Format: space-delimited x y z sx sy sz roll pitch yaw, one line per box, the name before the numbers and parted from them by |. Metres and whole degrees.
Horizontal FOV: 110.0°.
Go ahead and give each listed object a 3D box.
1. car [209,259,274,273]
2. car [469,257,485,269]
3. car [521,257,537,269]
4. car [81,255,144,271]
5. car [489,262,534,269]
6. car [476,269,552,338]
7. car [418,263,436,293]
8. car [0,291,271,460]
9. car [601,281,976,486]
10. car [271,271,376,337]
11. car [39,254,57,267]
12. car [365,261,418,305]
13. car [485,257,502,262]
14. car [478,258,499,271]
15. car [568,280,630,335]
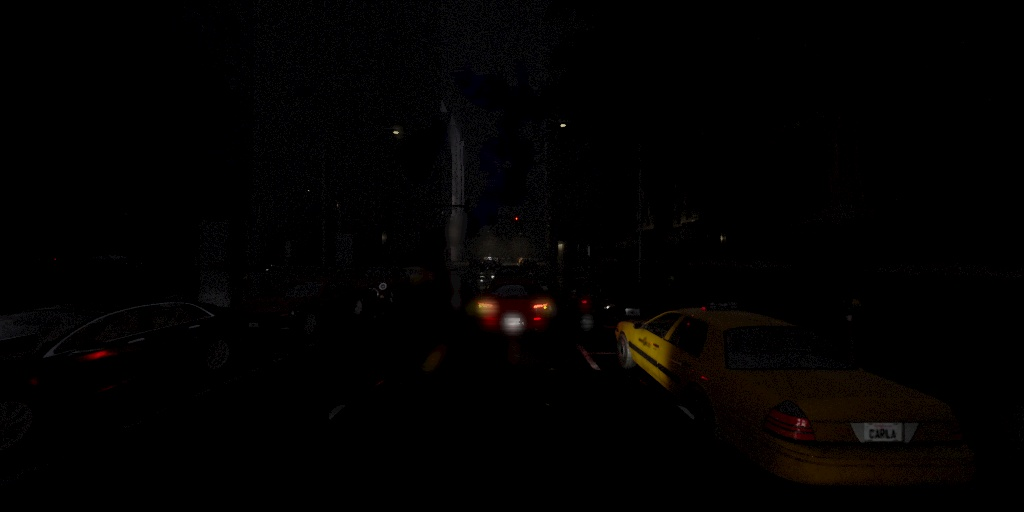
car | -24.462 0.903 32.599 4.718 1.301 1.895 1 0 0
car | -5.811 1.079 58.575 2.192 1.841 5.009 0 0 0
car | 2.719 1.201 53.145 1.967 1.591 4.097 0 0 0
car | -36.348 0.601 32.563 4.674 1.442 1.812 1 0 0
car | 0.004 1.256 18.964 1.837 1.490 4.892 0 0 0
car | 0.063 1.276 10.097 1.812 1.442 4.674 0 0 0
car | -5.778 1.277 20.997 1.751 1.417 4.829 0 0 0
car | -5.764 1.300 4.797 2.007 1.370 4.403 0 0 0
car | 2.761 1.275 4.976 1.751 1.417 4.829 0 0 0
car | -5.769 1.295 10.254 1.888 1.381 4.507 0 0 0
car | -48.218 0.417 35.684 4.181 1.385 1.994 1 0 0
car | -5.774 1.190 15.711 1.967 1.591 4.097 0 0 0
car | -3.133 1.328 57.953 1.994 1.385 4.181 0 0 0
car | -3.138 1.285 47.985 1.812 1.442 4.674 0 0 0
car | 2.756 1.316 10.263 1.948 1.339 4.313 0 0 0
